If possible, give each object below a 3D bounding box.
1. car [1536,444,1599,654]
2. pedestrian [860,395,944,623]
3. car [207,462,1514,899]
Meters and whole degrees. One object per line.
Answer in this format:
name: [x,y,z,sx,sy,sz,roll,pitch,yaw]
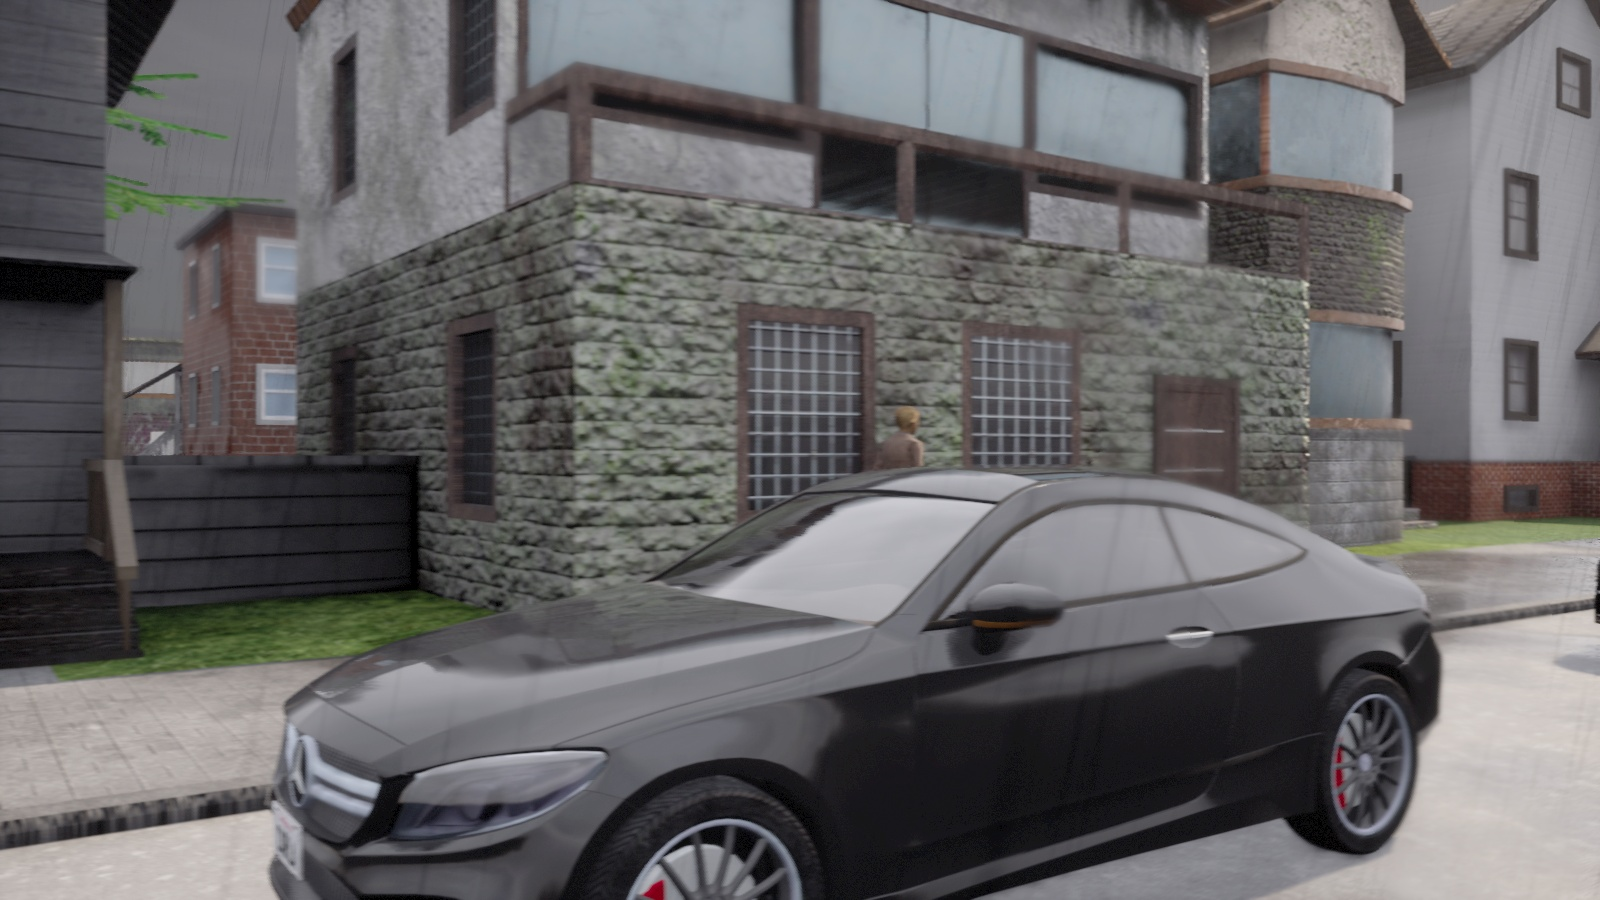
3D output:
car: [8.135,0.708,9.928,4.902,1.511,2.128,0,0,-35]
pedestrian: [0.857,0.478,10.511,0.634,1.846,0.331,0,0,-35]
car: [0.526,0.781,4.634,4.674,1.442,1.812,0,0,-35]
